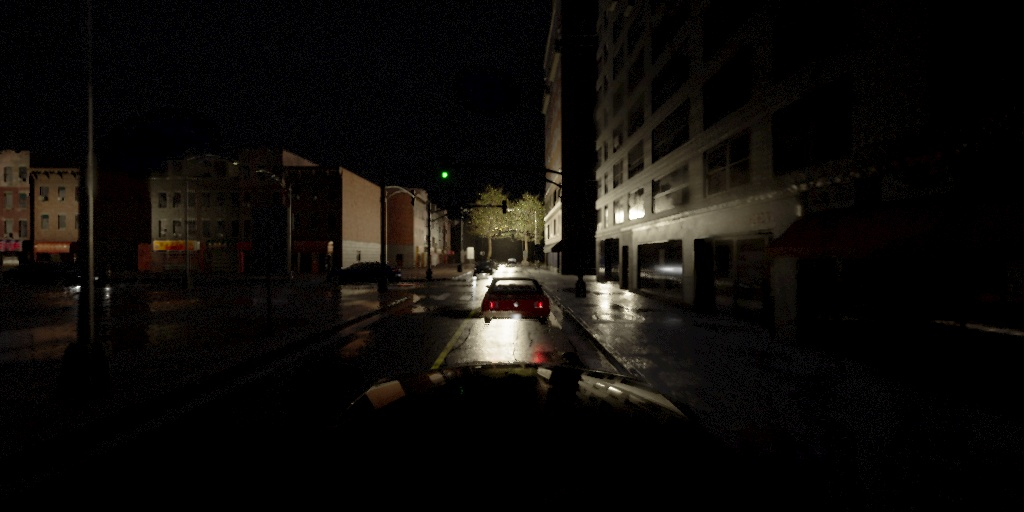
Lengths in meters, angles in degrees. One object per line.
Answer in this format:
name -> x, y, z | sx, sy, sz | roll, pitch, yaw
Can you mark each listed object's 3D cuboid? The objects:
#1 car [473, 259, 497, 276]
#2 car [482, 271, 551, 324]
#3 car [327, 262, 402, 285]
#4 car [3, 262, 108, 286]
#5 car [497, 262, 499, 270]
car -> -2.840, 1.231, 36.965 | 1.812, 1.442, 4.674 | 0, 0, 1
car -> 0.054, 1.334, 11.804 | 1.895, 1.301, 4.718 | 0, 0, -2
car -> -10.198, 1.158, 24.810 | 5.008, 1.535, 1.882 | 0, -1, 5
car -> -27.831, 1.123, 21.937 | 4.892, 1.490, 1.837 | 0, 0, 0
car -> -2.820, 1.194, 48.134 | 1.837, 1.490, 4.892 | 0, 1, 0
